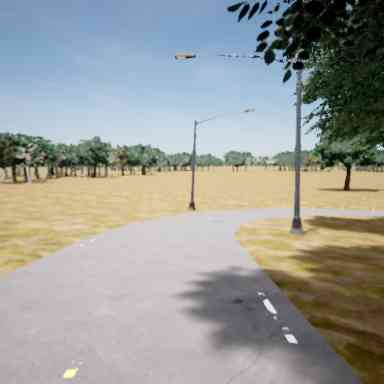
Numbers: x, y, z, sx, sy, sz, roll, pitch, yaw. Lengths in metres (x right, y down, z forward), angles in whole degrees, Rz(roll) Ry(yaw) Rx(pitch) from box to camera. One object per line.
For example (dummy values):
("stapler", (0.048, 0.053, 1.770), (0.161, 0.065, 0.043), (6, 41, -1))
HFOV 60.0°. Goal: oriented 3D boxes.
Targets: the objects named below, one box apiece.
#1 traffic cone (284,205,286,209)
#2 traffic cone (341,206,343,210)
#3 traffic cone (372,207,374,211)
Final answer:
("traffic cone", (12.512, 2.032, 44.636), (0.340, 0.580, 0.340), (2, 3, -33))
("traffic cone", (22.248, 2.401, 49.224), (0.340, 0.580, 0.340), (2, 4, -17))
("traffic cone", (27.505, 2.624, 50.414), (0.340, 0.580, 0.340), (3, 4, -9))
